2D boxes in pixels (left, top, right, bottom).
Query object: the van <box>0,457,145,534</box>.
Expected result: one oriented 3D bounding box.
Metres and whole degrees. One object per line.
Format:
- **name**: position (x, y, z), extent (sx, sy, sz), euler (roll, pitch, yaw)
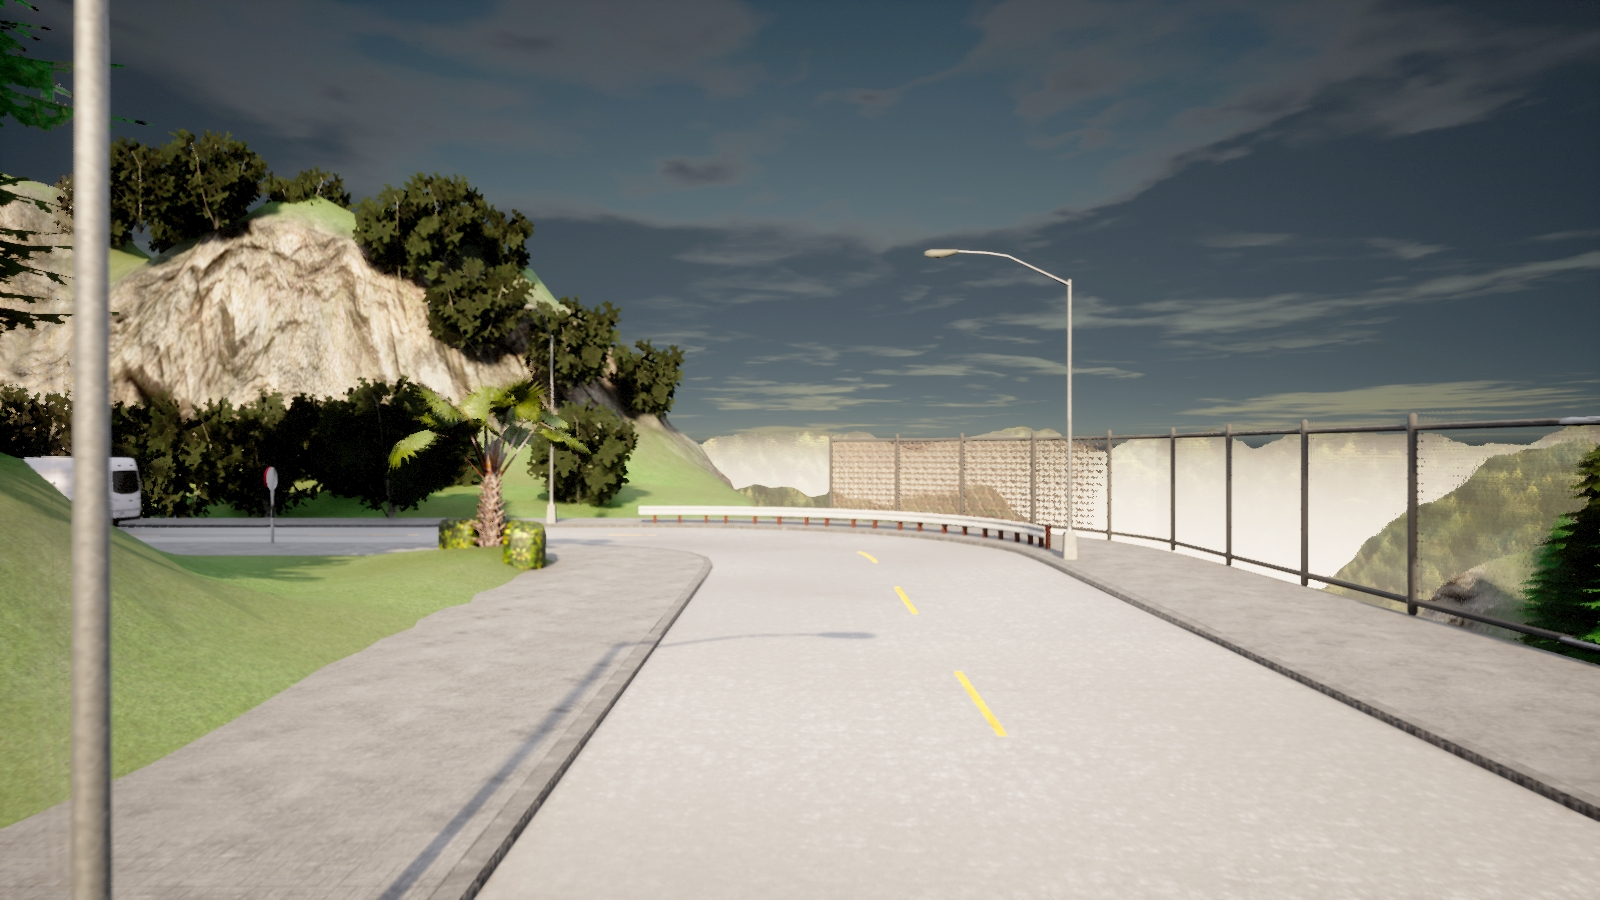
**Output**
- **van**: position (-26.105, 1.534, 39.382), extent (5.915, 2.561, 1.988), euler (0, 0, 0)
